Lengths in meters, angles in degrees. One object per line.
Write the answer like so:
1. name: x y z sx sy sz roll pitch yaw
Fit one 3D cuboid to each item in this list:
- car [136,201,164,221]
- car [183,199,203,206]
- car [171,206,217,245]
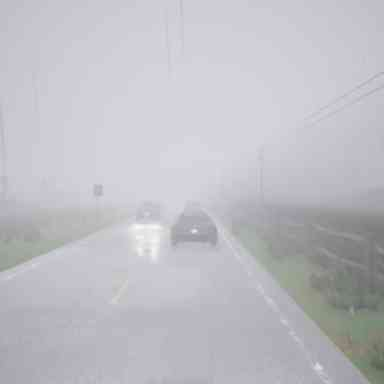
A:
1. car: -3.305 1.467 26.820 2.128 1.511 4.902 0 0 0
2. car: 0.090 1.460 34.521 2.128 1.511 4.902 0 0 0
3. car: 0.092 1.550 15.412 1.994 1.385 4.181 0 0 0
